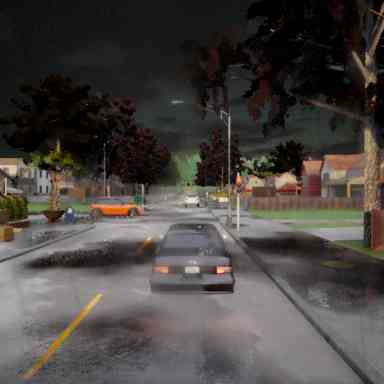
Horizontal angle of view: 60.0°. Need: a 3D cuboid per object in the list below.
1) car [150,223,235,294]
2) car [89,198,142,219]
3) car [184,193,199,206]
[{"bbox_3d":[0.022,1.547,8.914,2.033,1.411,5.357,0,0,0],"label":"car"},{"bbox_3d":[-6.697,1.351,29.204,4.553,1.767,2.097,0,0,-18],"label":"car"},{"bbox_3d":[-0.007,1.221,53.109,2.150,2.045,5.566,0,0,0],"label":"car"}]
